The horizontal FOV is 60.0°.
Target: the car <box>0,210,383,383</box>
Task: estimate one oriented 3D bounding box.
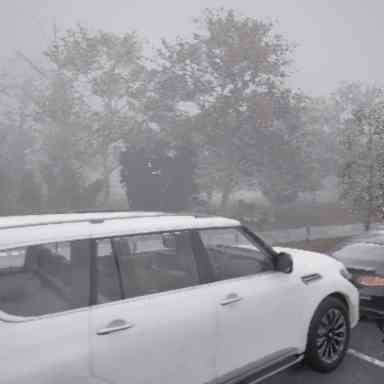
[{"bbox_3d":[-0.331,1.226,3.847,5.566,2.045,2.435,-1,0,-37],"label":"car"}]
